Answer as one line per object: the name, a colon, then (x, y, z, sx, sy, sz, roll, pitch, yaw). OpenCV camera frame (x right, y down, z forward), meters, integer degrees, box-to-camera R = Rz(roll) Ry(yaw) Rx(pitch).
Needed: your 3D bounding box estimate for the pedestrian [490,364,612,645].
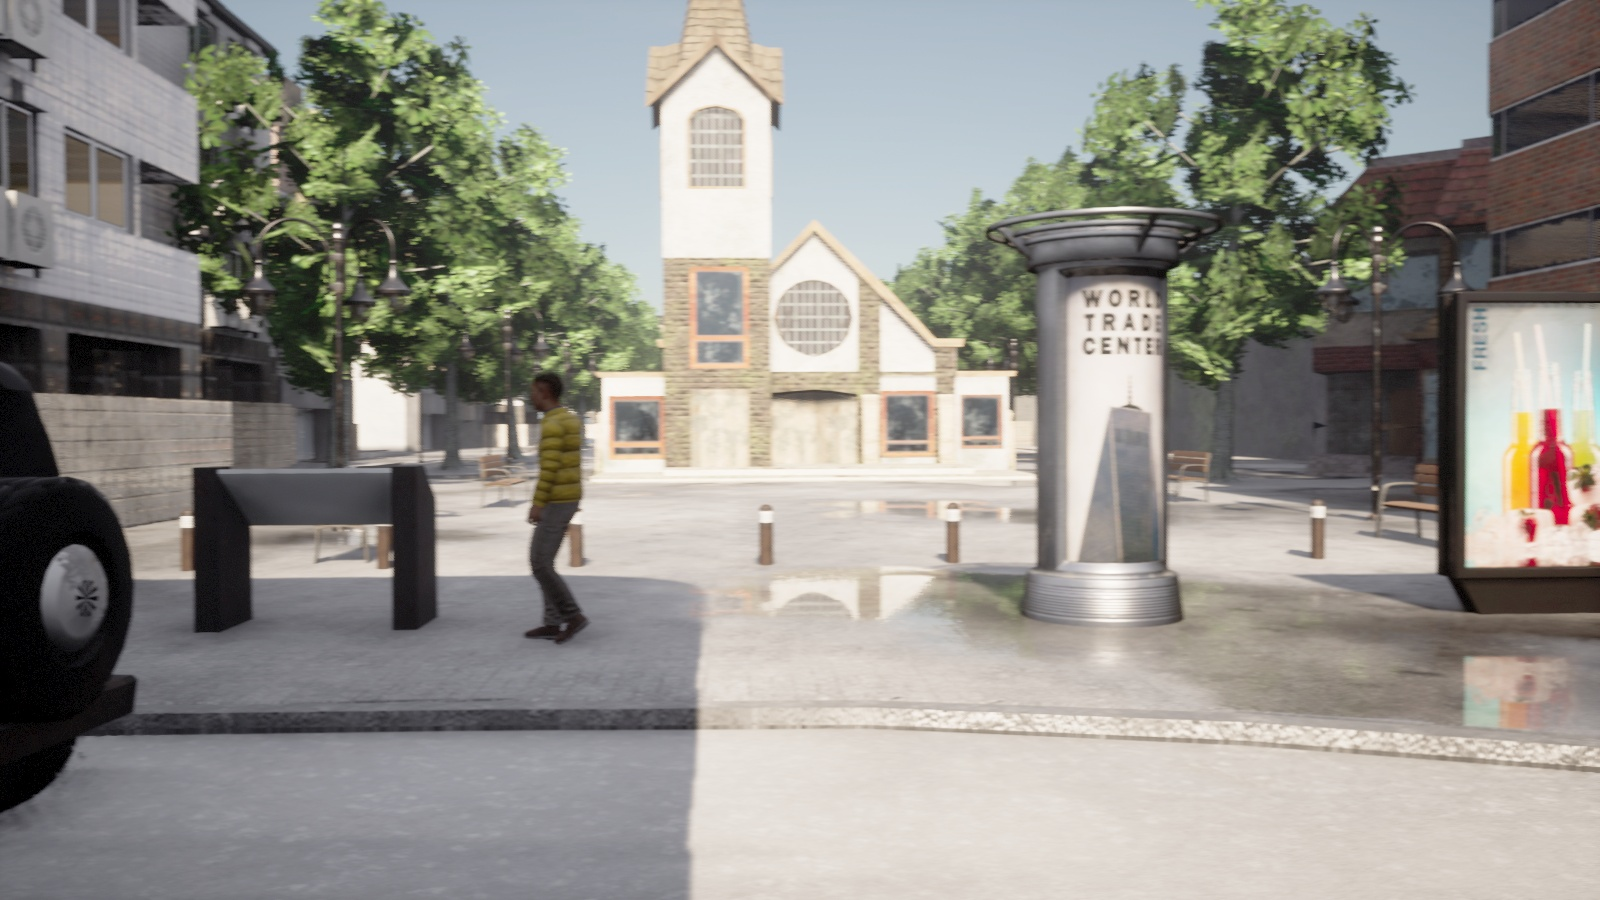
pedestrian: (-1.673, 0.354, 8.483, 0.709, 1.840, 0.431, 0, 1, 6)

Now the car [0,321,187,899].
car: (-4.458, 0.521, 4.210, 3.866, 1.878, 1.905, 0, 1, 1)
